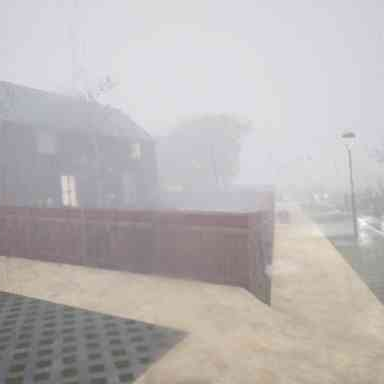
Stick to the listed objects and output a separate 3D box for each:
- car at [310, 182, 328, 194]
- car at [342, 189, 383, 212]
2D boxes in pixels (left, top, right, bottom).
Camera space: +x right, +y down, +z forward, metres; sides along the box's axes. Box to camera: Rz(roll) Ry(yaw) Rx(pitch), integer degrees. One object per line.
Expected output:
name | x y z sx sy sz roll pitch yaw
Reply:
car | 17.699 -0.653 46.687 1.994 1.385 4.181 -5 1 14
car | 11.763 0.512 22.917 1.895 1.301 4.718 -5 1 14
